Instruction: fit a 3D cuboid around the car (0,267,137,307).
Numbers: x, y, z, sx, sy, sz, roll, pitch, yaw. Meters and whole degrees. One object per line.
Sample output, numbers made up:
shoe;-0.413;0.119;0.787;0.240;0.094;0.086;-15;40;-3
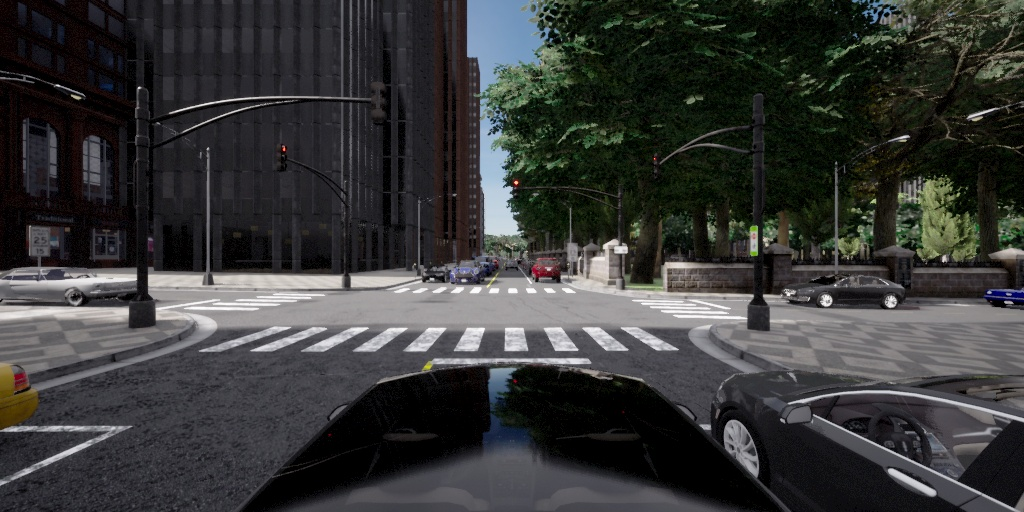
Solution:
car;-16.480;1.068;13.109;4.718;1.301;1.895;1;0;-1

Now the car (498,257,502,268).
car;-3.248;1.014;57.256;2.150;2.045;5.566;0;0;0

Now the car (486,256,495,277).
car;-3.218;0.991;36.567;2.150;2.045;5.566;0;0;0

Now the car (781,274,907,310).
car;15.217;1.592;16.597;4.892;1.490;1.837;1;0;-1

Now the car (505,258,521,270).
car;-0.074;1.336;53.138;2.033;1.411;5.357;0;0;-2

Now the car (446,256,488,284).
car;-3.251;1.111;26.807;2.097;1.767;4.553;0;0;1

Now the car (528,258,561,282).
car;2.670;1.075;28.410;2.192;1.841;5.009;0;0;0

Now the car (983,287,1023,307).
car;25.293;1.895;16.686;4.718;1.301;1.895;1;0;-1

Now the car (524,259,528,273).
car;2.632;1.338;39.322;1.948;1.339;4.313;0;0;0

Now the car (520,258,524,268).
car;2.593;1.335;50.235;2.007;1.370;4.403;0;0;0

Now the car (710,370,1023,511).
car;2.764;1.300;1.745;2.007;1.370;4.403;0;0;0

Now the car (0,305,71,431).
car;-5.760;1.275;1.536;1.751;1.417;4.829;0;0;0

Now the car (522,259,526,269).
car;2.613;1.329;44.778;2.007;1.370;4.403;0;0;0

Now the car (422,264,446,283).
car;-5.855;1.326;28.370;1.948;1.339;4.313;0;0;0

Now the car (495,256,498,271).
car;-3.248;1.133;46.749;2.097;1.767;4.553;0;0;0
